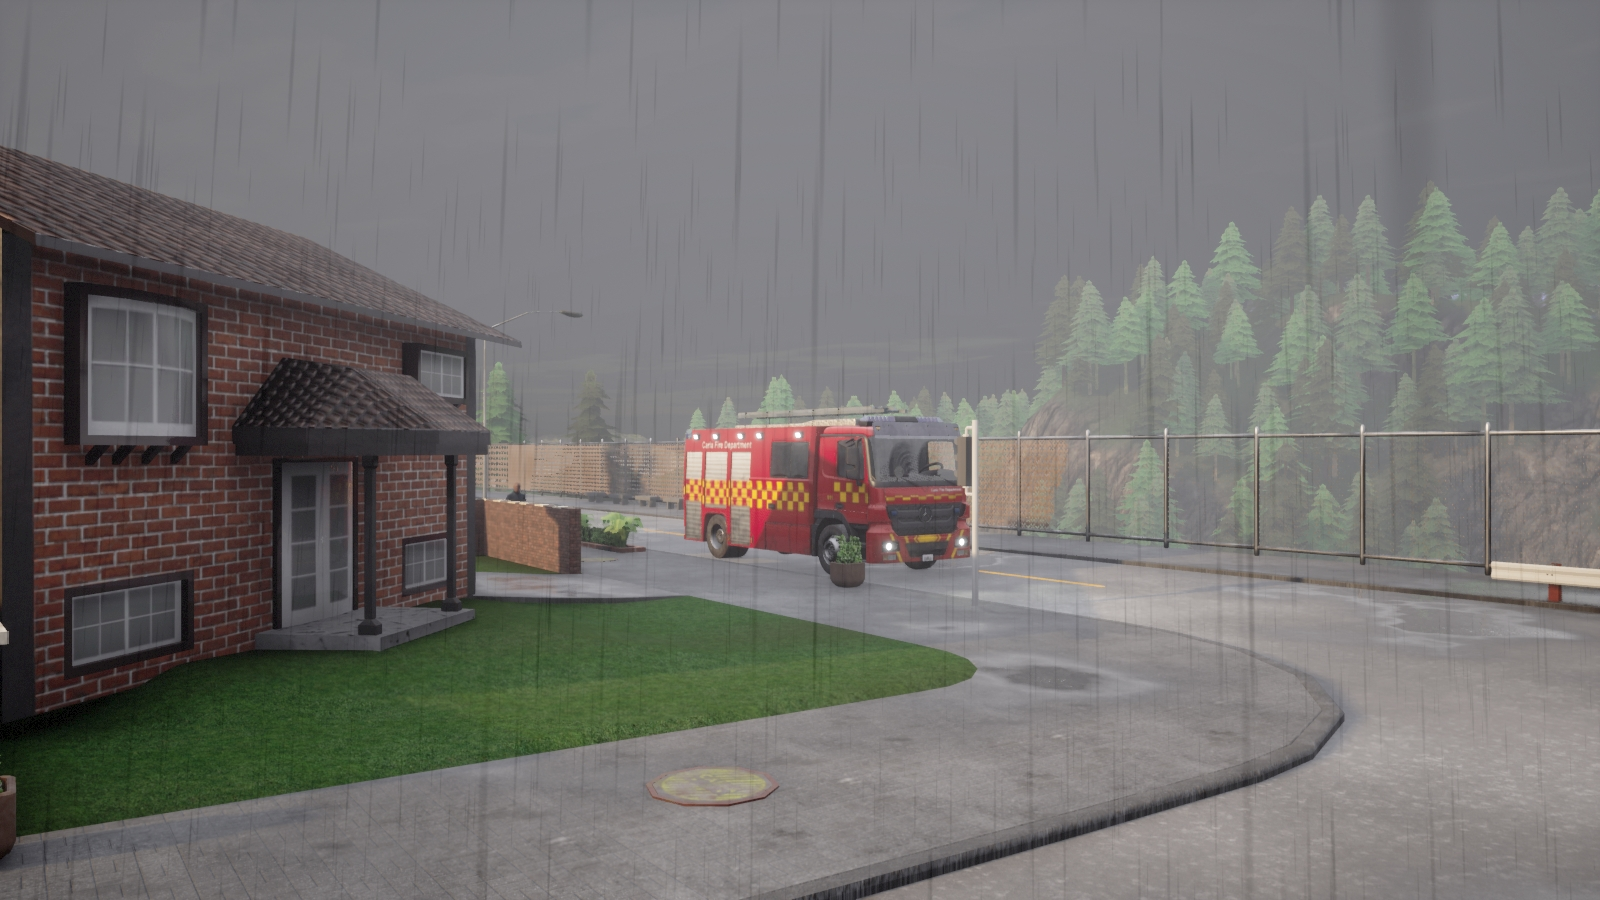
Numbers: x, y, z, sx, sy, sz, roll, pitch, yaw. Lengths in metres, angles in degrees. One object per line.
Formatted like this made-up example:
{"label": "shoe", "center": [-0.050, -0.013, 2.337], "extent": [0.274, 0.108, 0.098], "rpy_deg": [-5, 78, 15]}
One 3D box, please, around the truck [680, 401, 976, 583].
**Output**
{"label": "truck", "center": [0.353, 0.890, 28.322], "extent": [2.891, 3.827, 8.468], "rpy_deg": [0, 0, -35]}

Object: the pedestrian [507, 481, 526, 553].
{"label": "pedestrian", "center": [-7.425, 1.745, 29.932], "extent": [0.375, 1.860, 0.375], "rpy_deg": [0, 0, -37]}
